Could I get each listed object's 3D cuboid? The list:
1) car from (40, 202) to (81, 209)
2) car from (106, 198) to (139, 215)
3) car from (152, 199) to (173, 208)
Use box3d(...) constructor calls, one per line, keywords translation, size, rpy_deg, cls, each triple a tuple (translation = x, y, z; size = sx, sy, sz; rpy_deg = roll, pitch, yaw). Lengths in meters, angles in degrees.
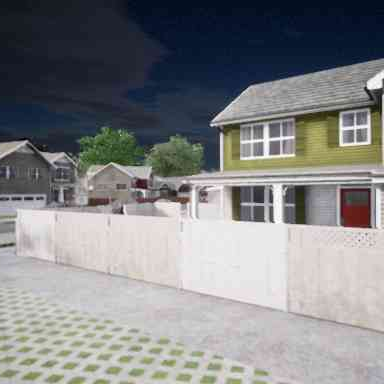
box3d(translation=(-10.789, 1.594, 26.663), size=(1.837, 1.490, 4.892), rpy_deg=(0, 0, 18), cls="car")
box3d(translation=(-7.573, 1.486, 36.352), size=(2.097, 1.767, 4.553), rpy_deg=(0, 0, 20), cls="car")
box3d(translation=(-4.037, 1.705, 45.992), size=(1.812, 1.442, 4.674), rpy_deg=(0, 0, 22), cls="car")
